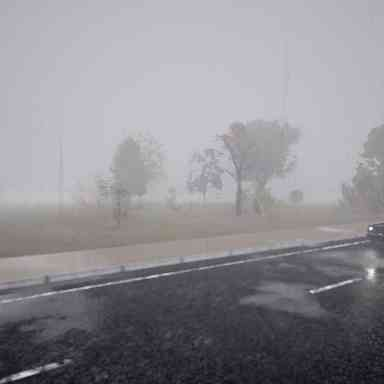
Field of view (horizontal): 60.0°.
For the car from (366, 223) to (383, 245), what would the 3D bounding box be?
[{"bbox_3d":[9.476,1.574,14.171,4.718,1.301,1.895,0,0,-34],"label":"car"}]
